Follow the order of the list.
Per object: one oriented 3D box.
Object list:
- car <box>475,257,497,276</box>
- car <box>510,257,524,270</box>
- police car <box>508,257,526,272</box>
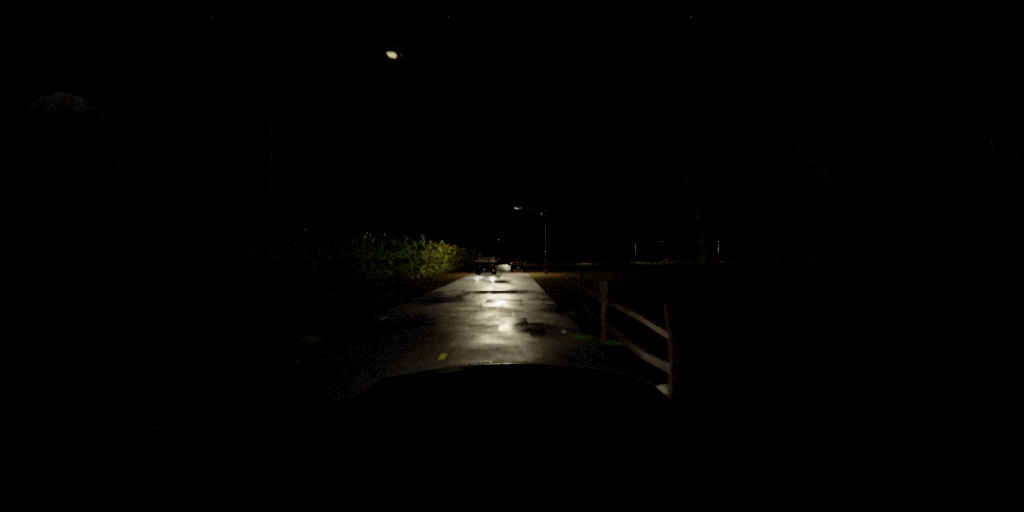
[{"bbox_3d":[-2.841,1.073,39.974,2.150,2.045,5.566,0,0,0],"label":"car"},{"bbox_3d":[0.818,1.187,58.864,2.150,2.045,5.566,0,0,0],"label":"car"},{"bbox_3d":[0.819,1.323,48.941,1.930,1.638,5.238,0,0,0],"label":"police car"}]
